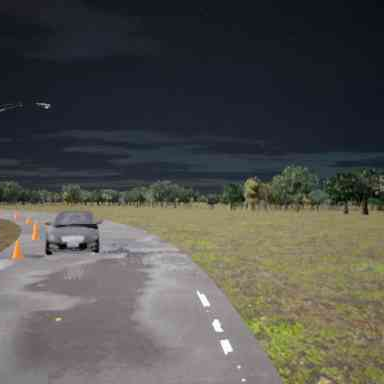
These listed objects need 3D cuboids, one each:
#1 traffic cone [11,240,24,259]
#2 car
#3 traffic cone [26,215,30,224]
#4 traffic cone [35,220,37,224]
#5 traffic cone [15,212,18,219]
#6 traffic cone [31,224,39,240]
[{"bbox_3d":[-6.012,1.960,11.447,0.340,0.580,0.340,0,0,-15],"label":"traffic cone"},{"bbox_3d":[-4.741,1.505,13.462,2.128,1.511,4.902,0,0,-18],"label":"car"},{"bbox_3d":[-11.928,1.992,24.267,0.340,0.580,0.340,1,0,-34],"label":"traffic cone"},{"bbox_3d":[-9.489,1.980,20.220,0.340,0.580,0.340,0,0,-28],"label":"traffic cone"},{"bbox_3d":[-14.798,2.001,28.022,0.340,0.580,0.340,1,-1,-41],"label":"traffic cone"},{"bbox_3d":[-7.508,1.969,15.929,0.340,0.580,0.340,0,0,-22],"label":"traffic cone"}]
